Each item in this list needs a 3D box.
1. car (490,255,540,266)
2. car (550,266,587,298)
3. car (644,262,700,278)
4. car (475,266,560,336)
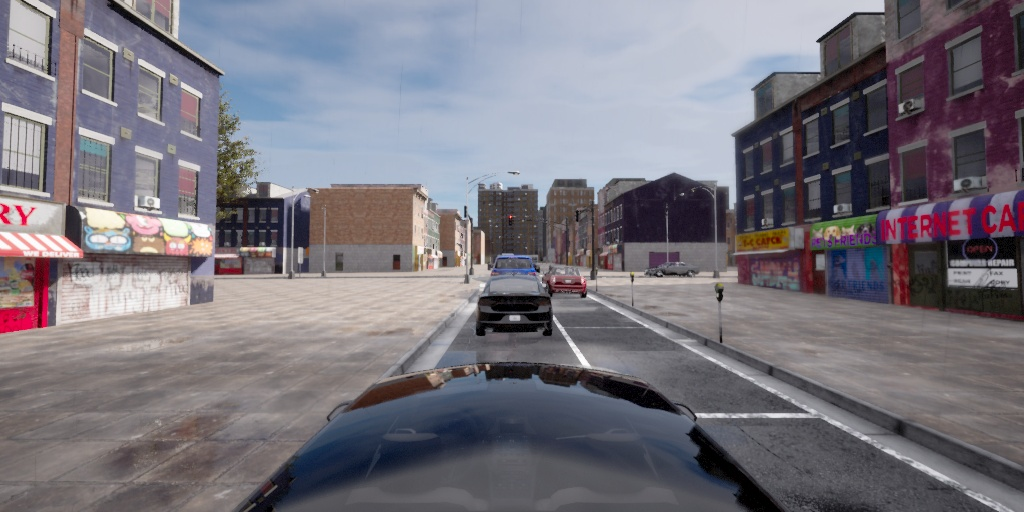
[{"bbox_3d":[0.063,0.992,18.035,2.150,2.045,5.566,0,0,0],"label":"car"},{"bbox_3d":[2.610,1.210,18.724,1.967,1.591,4.097,0,0,0],"label":"car"},{"bbox_3d":[14.940,1.314,33.571,4.902,1.511,2.128,0,-2,0],"label":"car"},{"bbox_3d":[0.033,1.235,10.481,1.882,1.535,5.008,0,0,-1],"label":"car"}]
